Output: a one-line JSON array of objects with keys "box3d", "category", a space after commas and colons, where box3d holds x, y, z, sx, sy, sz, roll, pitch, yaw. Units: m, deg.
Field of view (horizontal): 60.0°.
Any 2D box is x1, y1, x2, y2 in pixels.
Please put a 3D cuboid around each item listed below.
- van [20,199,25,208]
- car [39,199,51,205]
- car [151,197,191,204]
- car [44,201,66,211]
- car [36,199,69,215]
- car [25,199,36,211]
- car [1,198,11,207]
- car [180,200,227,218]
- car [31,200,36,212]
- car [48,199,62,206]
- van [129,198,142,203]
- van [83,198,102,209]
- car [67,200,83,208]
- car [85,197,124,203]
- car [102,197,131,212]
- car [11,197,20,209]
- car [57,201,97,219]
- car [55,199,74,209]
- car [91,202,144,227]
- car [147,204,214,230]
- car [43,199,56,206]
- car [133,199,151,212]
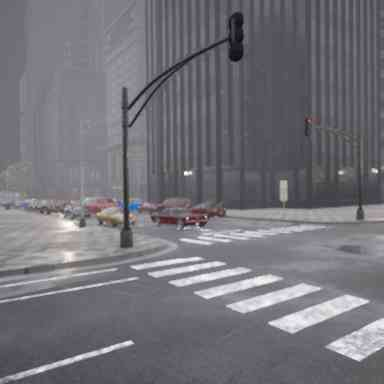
[{"box3d": [-25.571, 2.022, 52.832, 1.690, 1.788, 3.998, -2, 0, -35], "category": "van"}, {"box3d": [-37.114, 2.522, 83.855, 2.008, 1.369, 4.403, -2, 0, -35], "category": "car"}, {"box3d": [-1.765, 1.489, 34.012, 2.192, 1.841, 5.009, -2, 0, -35], "category": "car"}, {"box3d": [-21.286, 2.143, 51.587, 2.033, 1.411, 5.357, -1, 0, -35], "category": "car"}, {"box3d": [-17.093, 1.802, 40.876, 2.192, 1.841, 5.009, -2, 0, -35], "category": "car"}, {"box3d": [-22.741, 2.057, 48.847, 1.967, 1.590, 4.097, -2, 0, -35], "category": "car"}, {"box3d": [-40.653, 2.562, 74.109, 1.887, 1.381, 4.507, -2, 0, -35], "category": "car"}, {"box3d": [1.180, 1.650, 29.860, 1.887, 1.381, 4.507, -2, 0, -35], "category": "car"}, {"box3d": [-19.912, 2.096, 44.862, 1.887, 1.381, 4.507, -2, 0, -35], "category": "car"}, {"box3d": [-31.094, 2.409, 75.368, 1.947, 1.339, 4.313, -2, 0, -35], "category": "car"}, {"box3d": [-7.640, 1.652, 42.318, 1.690, 1.788, 3.998, -2, 0, -35], "category": "van"}, {"box3d": [-16.454, 1.854, 54.777, 1.690, 1.788, 3.998, -2, 0, -35], "category": "van"}, {"box3d": [-22.067, 2.223, 62.638, 1.802, 1.307, 4.206, -2, 0, -35], "category": "car"}, {"box3d": [-9.208, 1.534, 34.384, 2.150, 2.045, 5.566, -1, 0, -35], "category": "car"}, {"box3d": [-10.578, 1.693, 46.471, 2.192, 1.841, 5.009, -2, 0, -35], "category": "car"}, {"box3d": [-31.323, 2.251, 60.949, 1.967, 1.590, 4.097, -2, 0, -35], "category": "car"}, {"box3d": [-11.433, 1.906, 32.906, 2.008, 1.369, 4.403, -2, 0, -35], "category": "car"}, {"box3d": [-22.430, 2.114, 58.389, 1.882, 1.535, 5.008, -1, 0, -35], "category": "car"}, {"box3d": [-5.683, 1.747, 24.797, 1.752, 1.417, 4.829, -2, 0, -35], "category": "car"}, {"box3d": [-0.926, 1.725, 22.711, 1.895, 1.301, 4.718, -1, 0, -35], "category": "car"}, {"box3d": [-34.105, 2.473, 79.612, 1.947, 1.339, 4.313, -2, 0, -35], "category": "car"}, {"box3d": [-4.695, 1.824, 38.166, 1.802, 1.307, 4.206, -2, 0, -35], "category": "car"}]
